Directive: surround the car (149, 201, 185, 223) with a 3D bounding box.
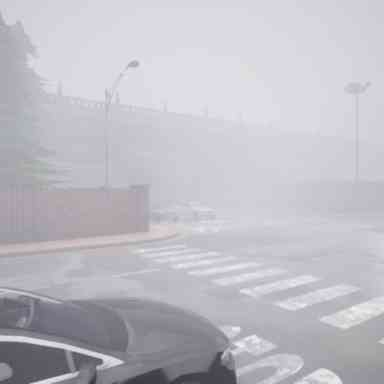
[{"bbox_3d":[-2.831,1.615,26.330,1.895,1.301,4.718,0,0,-35],"label":"car"}]

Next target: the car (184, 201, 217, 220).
[{"bbox_3d":[0.138,1.529,28.227,1.812,1.442,4.674,0,0,-36],"label":"car"}]

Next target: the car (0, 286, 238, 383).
[{"bbox_3d":[-1.790,1.492,2.415,4.902,1.511,2.128,0,0,-36],"label":"car"}]
